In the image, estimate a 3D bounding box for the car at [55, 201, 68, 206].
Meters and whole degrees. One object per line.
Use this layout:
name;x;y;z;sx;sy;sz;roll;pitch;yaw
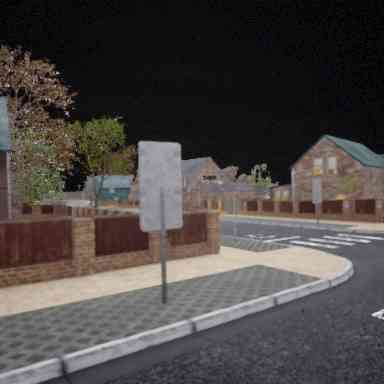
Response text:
car;-33.939;3.007;87.389;2.033;1.411;5.357;-2;0;-31
